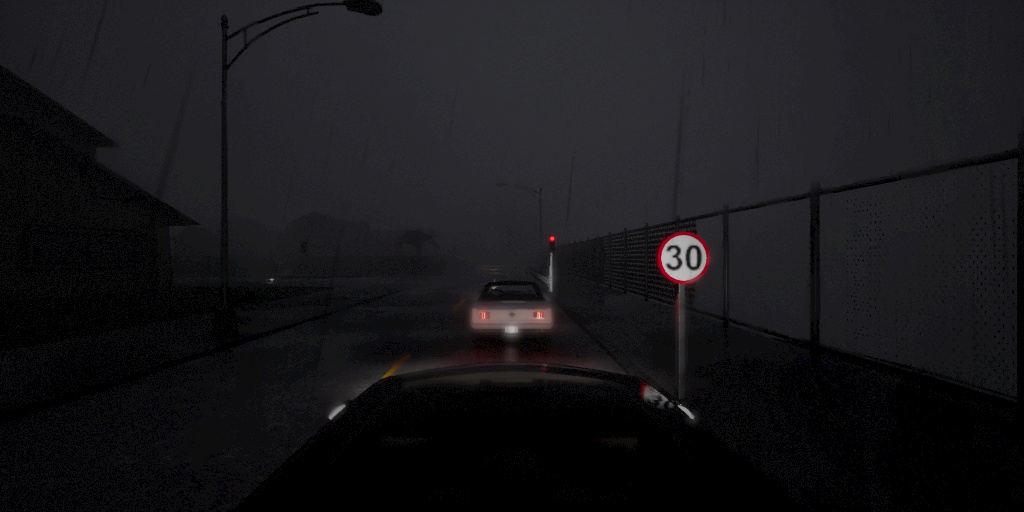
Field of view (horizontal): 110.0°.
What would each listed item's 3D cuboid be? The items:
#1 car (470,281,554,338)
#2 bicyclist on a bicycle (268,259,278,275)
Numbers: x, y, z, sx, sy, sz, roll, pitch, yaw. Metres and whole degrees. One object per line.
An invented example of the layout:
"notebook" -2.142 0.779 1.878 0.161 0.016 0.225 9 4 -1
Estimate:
"car" -0.002 1.351 10.186 1.895 1.301 4.718 0 0 0
"bicyclist on a bicycle" -24.322 1.099 36.495 0.582 1.620 1.656 0 0 0
